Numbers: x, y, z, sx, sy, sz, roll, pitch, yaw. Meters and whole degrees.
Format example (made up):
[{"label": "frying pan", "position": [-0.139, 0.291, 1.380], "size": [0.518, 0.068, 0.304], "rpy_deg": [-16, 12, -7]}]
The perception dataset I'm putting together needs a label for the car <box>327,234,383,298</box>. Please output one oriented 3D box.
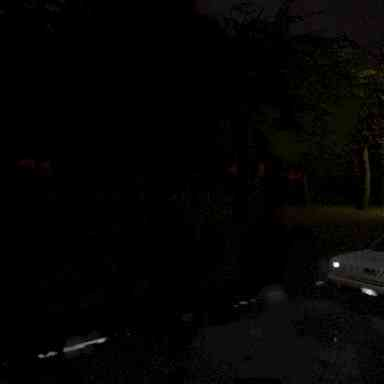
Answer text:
[{"label": "car", "position": [5.227, 1.634, 7.741], "size": [4.718, 1.301, 1.895], "rpy_deg": [0, 0, -36]}]
